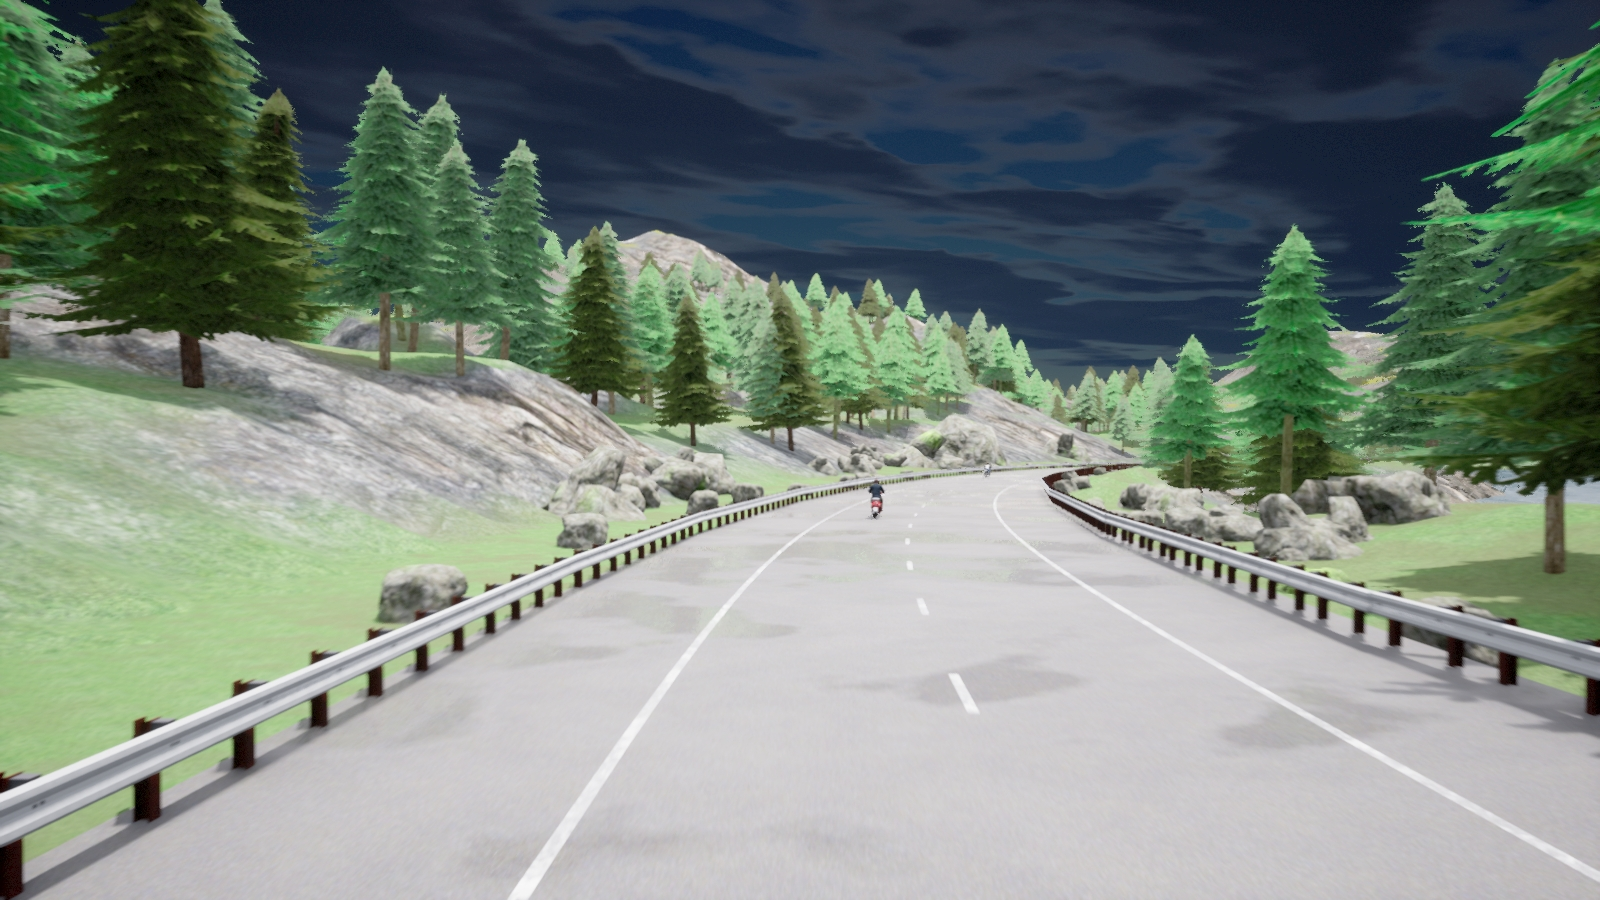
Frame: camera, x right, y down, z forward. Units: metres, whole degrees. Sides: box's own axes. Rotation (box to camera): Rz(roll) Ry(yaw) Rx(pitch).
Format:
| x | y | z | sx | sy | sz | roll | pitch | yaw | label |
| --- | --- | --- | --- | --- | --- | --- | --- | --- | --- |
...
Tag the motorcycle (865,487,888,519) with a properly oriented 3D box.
| x | y | z | sx | sy | sz | roll | pitch | yaw | label |
| --- | --- | --- | --- | --- | --- | --- | --- | --- | --- |
| 3.172 | 2.183 | 47.338 | 0.856 | 1.236 | 1.805 | 0 | 0 | 7 | motorcycle |
